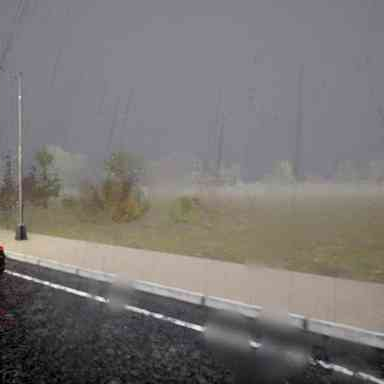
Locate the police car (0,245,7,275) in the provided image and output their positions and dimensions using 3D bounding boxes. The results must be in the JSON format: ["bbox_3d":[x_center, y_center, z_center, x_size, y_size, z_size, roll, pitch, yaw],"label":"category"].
[{"bbox_3d":[-6.843,1.489,8.548,4.974,1.542,2.038,0,0,36],"label":"police car"}]
